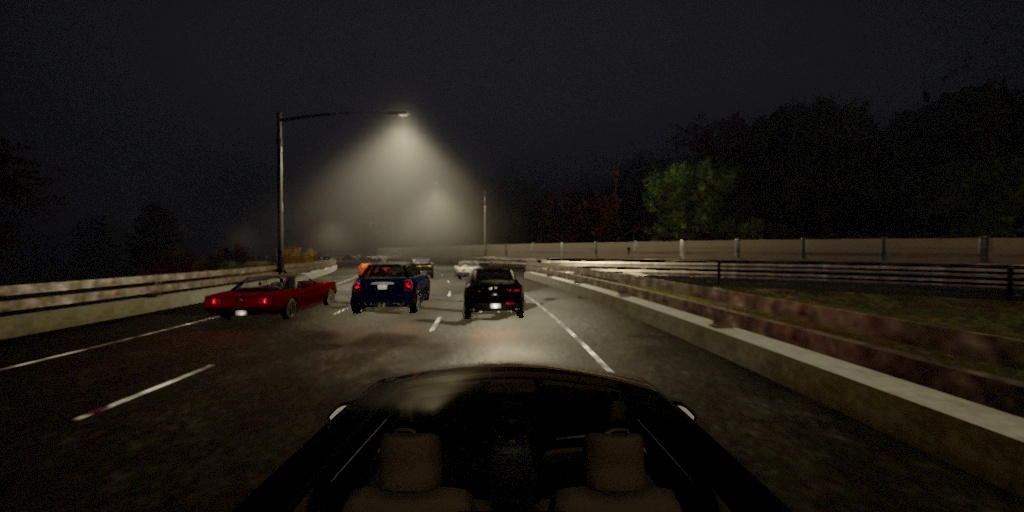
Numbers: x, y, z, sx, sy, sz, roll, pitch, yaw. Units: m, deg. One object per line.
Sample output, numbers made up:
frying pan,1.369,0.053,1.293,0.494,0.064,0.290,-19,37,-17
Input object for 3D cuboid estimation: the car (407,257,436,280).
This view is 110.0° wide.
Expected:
car,-7.366,0.938,29.152,2.128,1.511,4.902,-1,1,-14

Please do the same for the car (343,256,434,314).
car,-4.333,0.979,13.447,2.097,1.767,4.553,0,1,-6

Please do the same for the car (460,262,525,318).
car,-0.686,1.130,12.441,1.837,1.490,4.892,0,1,-5

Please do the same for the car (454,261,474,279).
car,-3.478,1.052,28.132,1.895,1.301,4.718,0,1,-14

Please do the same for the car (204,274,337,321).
car,-7.658,1.256,12.074,1.895,1.301,4.718,0,1,-6
